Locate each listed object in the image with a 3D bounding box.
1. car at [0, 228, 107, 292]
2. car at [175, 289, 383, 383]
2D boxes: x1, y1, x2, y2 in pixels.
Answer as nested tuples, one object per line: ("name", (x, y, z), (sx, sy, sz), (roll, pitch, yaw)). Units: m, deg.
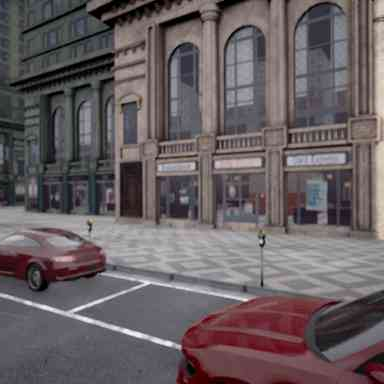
("car", (-4.090, 1.597, 8.740), (4.206, 1.307, 1.802), (0, 0, 32))
("car", (2.214, 1.483, 2.547), (5.008, 1.535, 1.882), (0, 0, 30))
